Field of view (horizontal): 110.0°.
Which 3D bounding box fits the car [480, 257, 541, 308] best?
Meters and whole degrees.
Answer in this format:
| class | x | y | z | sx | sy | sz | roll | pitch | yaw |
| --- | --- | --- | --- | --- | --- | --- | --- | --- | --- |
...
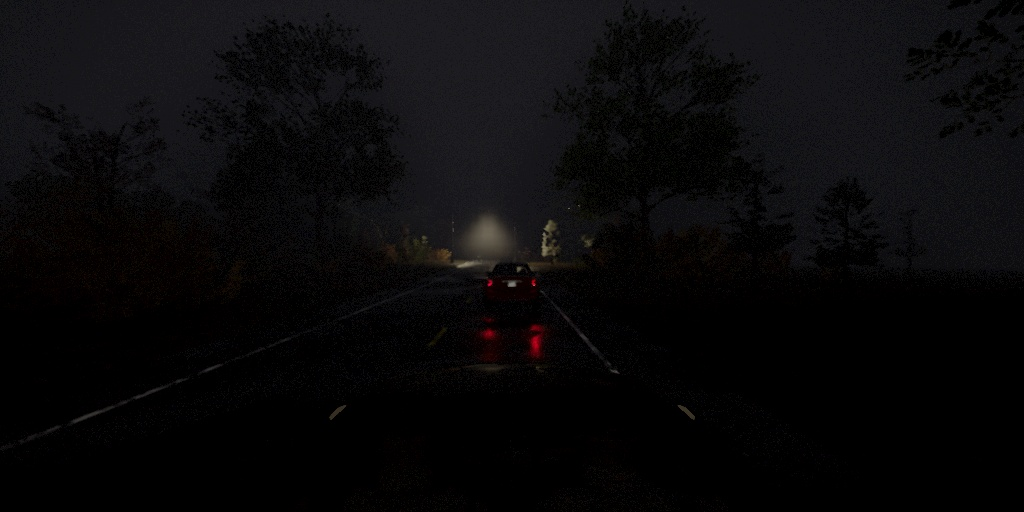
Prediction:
| class | x | y | z | sx | sy | sz | roll | pitch | yaw |
| --- | --- | --- | --- | --- | --- | --- | --- | --- | --- |
| car | -0.028 | 1.011 | 14.804 | 2.097 | 1.767 | 4.553 | 0 | 0 | -1 |
